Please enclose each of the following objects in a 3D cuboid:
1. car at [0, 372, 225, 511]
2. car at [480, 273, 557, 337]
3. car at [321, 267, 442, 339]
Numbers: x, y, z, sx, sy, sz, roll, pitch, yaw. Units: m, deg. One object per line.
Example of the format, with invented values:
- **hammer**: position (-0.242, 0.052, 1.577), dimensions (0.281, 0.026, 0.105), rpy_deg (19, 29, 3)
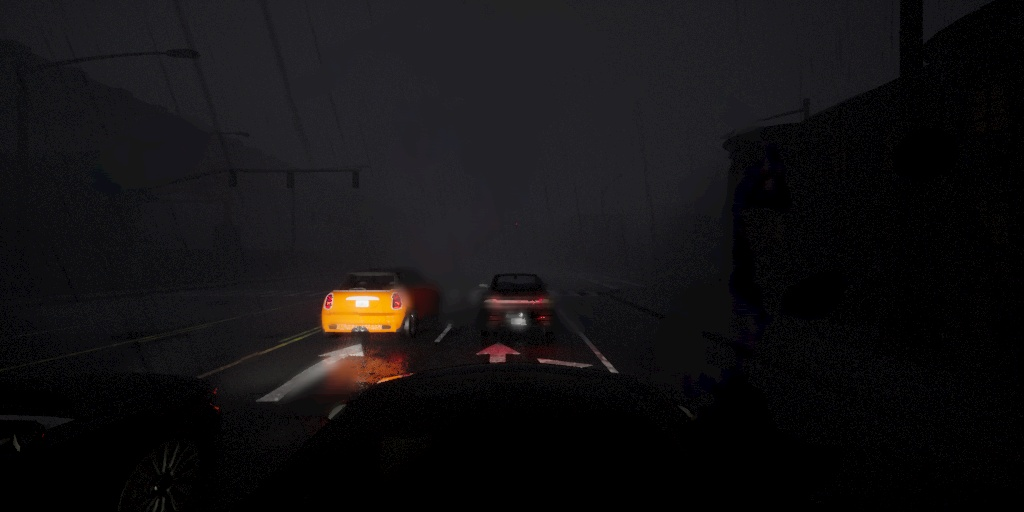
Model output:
- **car**: position (-3.400, 1.242, 1.101), dimensions (2.128, 1.511, 4.902), rpy_deg (0, 0, 0)
- **car**: position (0.115, 1.242, 10.292), dimensions (2.128, 1.511, 4.902), rpy_deg (0, 0, -1)
- **car**: position (-3.394, 1.102, 10.250), dimensions (2.097, 1.767, 4.553), rpy_deg (0, 0, 0)
